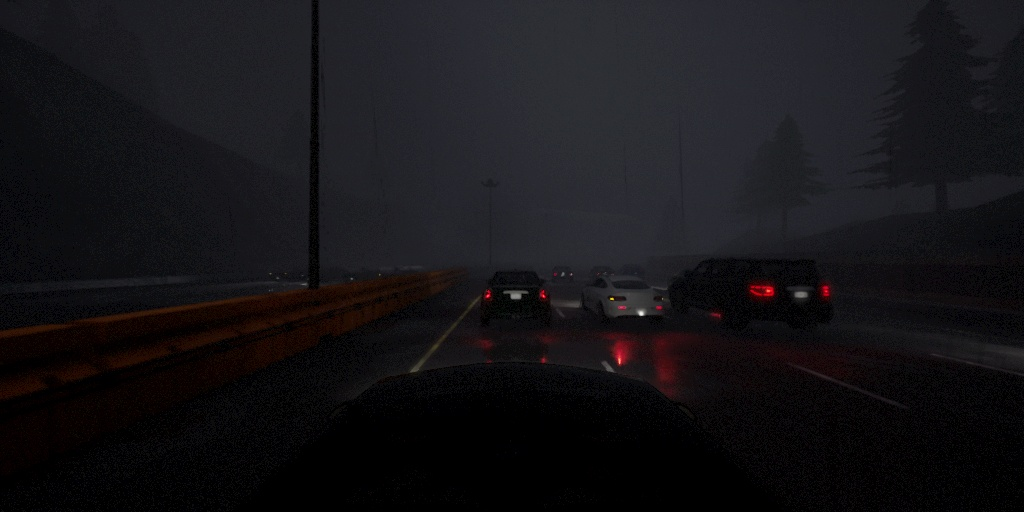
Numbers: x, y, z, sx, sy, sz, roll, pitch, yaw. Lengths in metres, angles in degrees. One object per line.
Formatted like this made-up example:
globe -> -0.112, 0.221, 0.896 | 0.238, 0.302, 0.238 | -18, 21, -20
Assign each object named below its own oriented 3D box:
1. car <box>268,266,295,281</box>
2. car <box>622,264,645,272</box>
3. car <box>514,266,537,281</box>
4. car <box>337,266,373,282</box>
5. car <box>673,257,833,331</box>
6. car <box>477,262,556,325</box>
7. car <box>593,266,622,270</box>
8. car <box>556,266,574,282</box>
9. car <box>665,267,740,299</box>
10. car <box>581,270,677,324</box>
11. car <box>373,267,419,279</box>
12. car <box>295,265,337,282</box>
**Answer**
car -> -20.154, 1.624, 33.345 | 1.895, 1.301, 4.718 | 0, -1, 6
car -> 12.188, 1.535, 36.641 | 1.882, 1.535, 5.008 | 0, 0, 8
car -> 1.433, 1.648, 35.708 | 1.895, 1.301, 4.718 | 0, -1, 7
car -> -13.228, 1.615, 32.261 | 1.895, 1.301, 4.718 | 0, -1, 6
car -> 7.118, 1.059, 11.485 | 2.150, 2.045, 5.566 | 0, 0, 0
car -> 0.124, 1.194, 12.346 | 2.097, 1.767, 4.553 | 0, -1, 0
car -> 8.009, 1.563, 31.962 | 2.033, 1.411, 5.357 | 0, -1, 6
car -> 4.491, 1.563, 31.976 | 2.033, 1.411, 5.357 | 0, -1, 6
car -> 10.756, 1.425, 20.758 | 1.837, 1.490, 4.892 | 0, 0, 1
car -> 3.622, 1.369, 12.316 | 1.812, 1.442, 4.674 | 0, 0, 0
car -> -9.819, 1.607, 31.187 | 1.895, 1.301, 4.718 | 0, -1, 6
car -> -16.719, 1.564, 32.637 | 2.033, 1.411, 5.357 | 0, 0, 5
